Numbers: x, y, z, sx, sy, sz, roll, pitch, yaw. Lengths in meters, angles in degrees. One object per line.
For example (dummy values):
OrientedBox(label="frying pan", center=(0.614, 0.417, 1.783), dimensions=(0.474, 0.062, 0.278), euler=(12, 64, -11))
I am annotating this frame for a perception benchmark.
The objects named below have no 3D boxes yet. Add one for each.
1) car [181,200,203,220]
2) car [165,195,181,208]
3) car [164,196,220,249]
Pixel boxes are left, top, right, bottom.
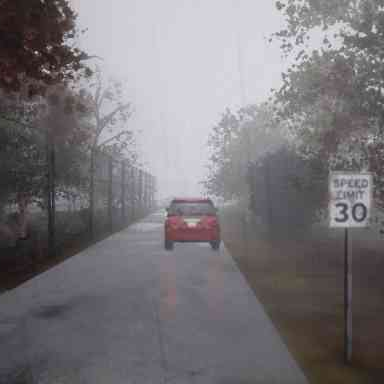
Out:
OrientedBox(label="car", center=(0.000, 1.507, 29.646), dimensions=(1.837, 1.490, 4.892), euler=(0, 0, 0))
OrientedBox(label="car", center=(-2.750, 1.391, 48.677), dimensions=(2.097, 1.767, 4.553), euler=(0, 0, 0))
OrientedBox(label="car", center=(0.000, 1.252, 14.674), dimensions=(2.150, 2.045, 5.566), euler=(0, 0, 0))
